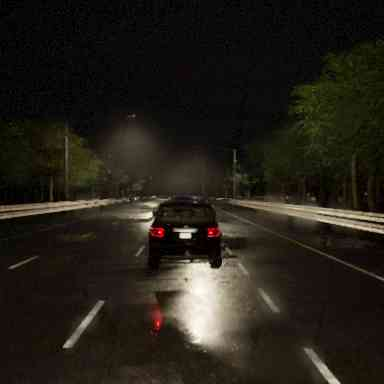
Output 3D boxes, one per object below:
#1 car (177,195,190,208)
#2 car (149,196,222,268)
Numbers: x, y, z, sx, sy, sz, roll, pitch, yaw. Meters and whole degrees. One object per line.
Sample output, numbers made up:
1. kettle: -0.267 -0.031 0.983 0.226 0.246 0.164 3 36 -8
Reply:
1. car: -1.420 1.553 56.447 2.150 2.045 5.566 0 0 -2
2. car: -0.249 1.292 11.707 2.150 2.045 5.566 0 0 -1
